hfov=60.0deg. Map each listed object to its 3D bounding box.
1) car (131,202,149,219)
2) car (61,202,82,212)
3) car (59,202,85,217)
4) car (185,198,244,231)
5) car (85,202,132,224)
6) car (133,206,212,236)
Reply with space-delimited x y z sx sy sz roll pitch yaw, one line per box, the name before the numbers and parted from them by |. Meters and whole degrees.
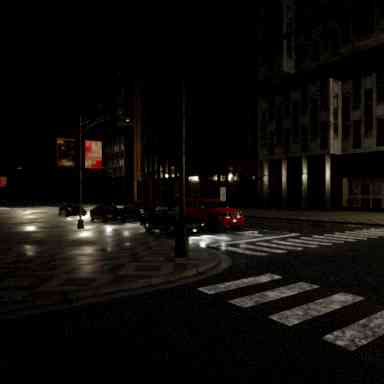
car | -4.899 1.725 31.158 2.097 1.767 4.553 0 -1 -36
car | -18.007 2.199 49.595 1.812 1.442 4.674 0 -1 -35
car | -13.525 1.877 37.629 2.097 1.767 4.553 0 -1 -35
car | 1.088 1.454 22.838 2.150 2.045 5.566 0 -1 -34
car | -7.387 1.860 29.043 1.882 1.535 5.008 0 -1 -36
car | -1.396 1.792 20.680 2.033 1.411 5.357 0 -1 -36
